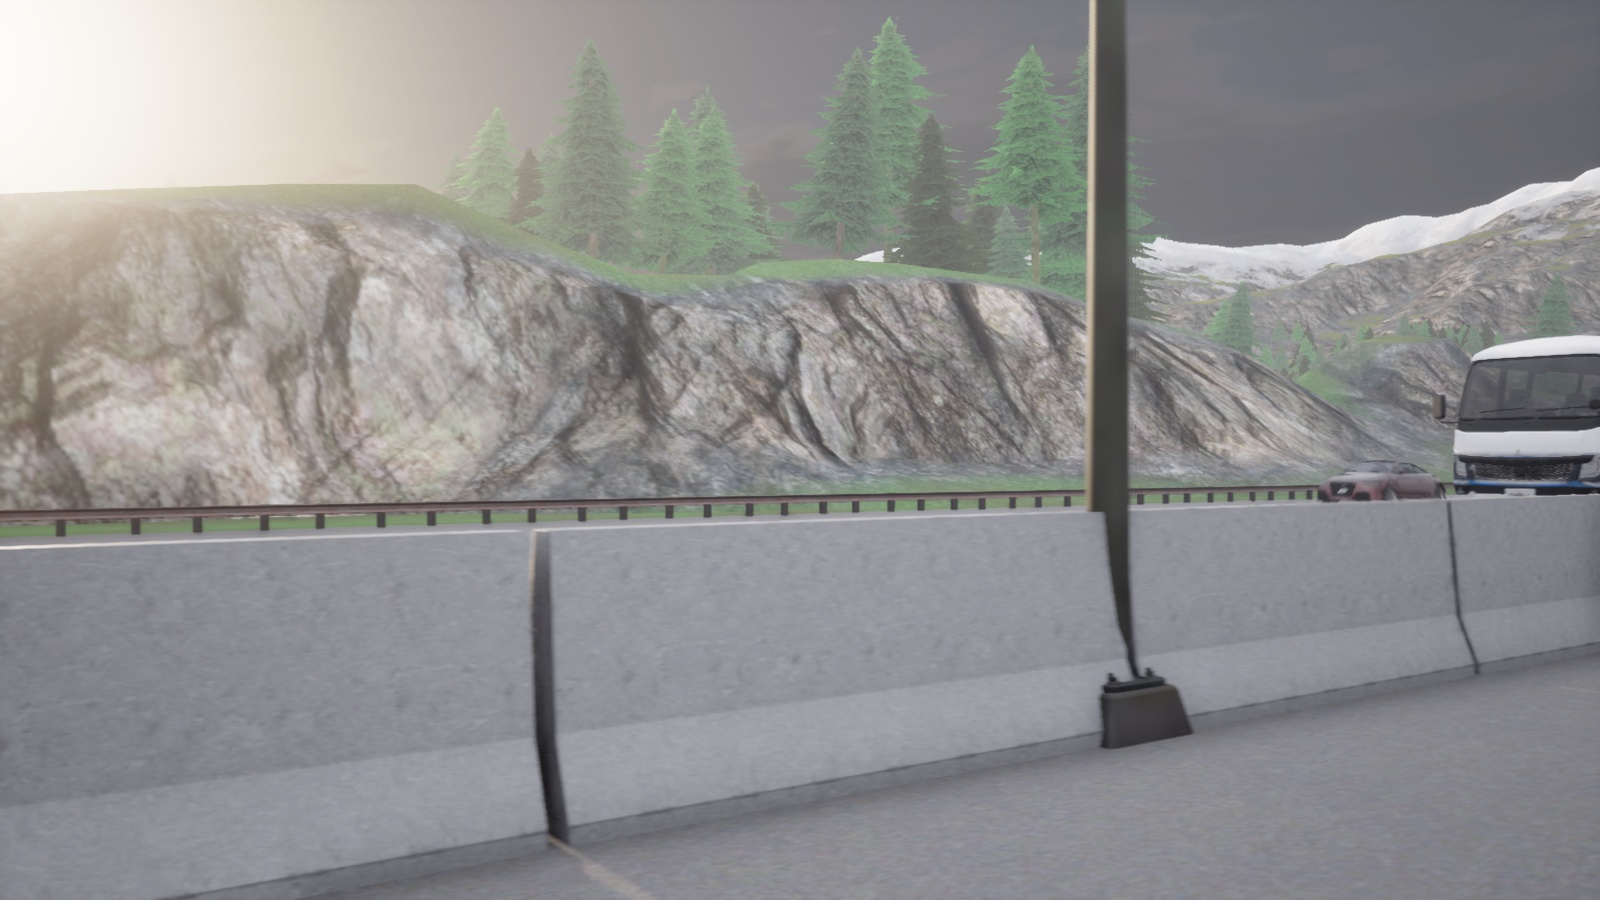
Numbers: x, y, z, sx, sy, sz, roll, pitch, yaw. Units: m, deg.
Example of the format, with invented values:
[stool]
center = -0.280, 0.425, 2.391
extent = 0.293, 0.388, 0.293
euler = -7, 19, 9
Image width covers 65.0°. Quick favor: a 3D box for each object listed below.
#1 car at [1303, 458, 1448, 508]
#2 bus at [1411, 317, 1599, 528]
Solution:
[car]
center = 16.840, 0.921, 36.696
extent = 4.181, 1.385, 1.994
euler = 0, 0, -35
[bus]
center = 19.220, -0.545, 29.830
extent = 10.273, 4.253, 3.944
euler = 0, 0, -35
